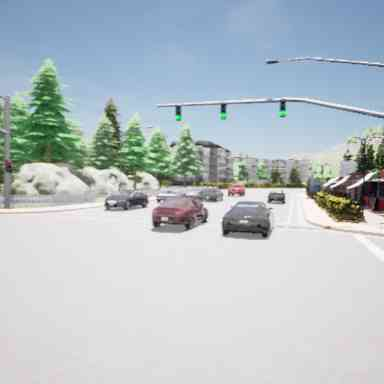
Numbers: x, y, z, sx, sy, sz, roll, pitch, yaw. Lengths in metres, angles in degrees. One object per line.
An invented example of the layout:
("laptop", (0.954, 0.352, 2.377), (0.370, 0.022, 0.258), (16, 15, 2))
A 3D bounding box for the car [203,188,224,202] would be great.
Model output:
("car", (2.409, 0.352, 38.557), (1.837, 1.490, 4.892), (2, 2, 18))

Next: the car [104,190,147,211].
("car", (-5.073, 0.588, 26.387), (2.128, 1.511, 4.902), (2, 2, 18))

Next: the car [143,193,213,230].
("car", (-0.503, 0.983, 16.805), (1.812, 1.442, 4.674), (1, 1, 17))

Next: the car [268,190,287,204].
("car", (9.740, 0.483, 37.951), (2.128, 1.511, 4.902), (2, 2, 17))

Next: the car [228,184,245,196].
("car", (7.343, -0.325, 54.226), (2.150, 2.045, 5.566), (2, 2, 18))

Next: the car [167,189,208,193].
("car", (-0.353, 0.675, 29.711), (1.895, 1.301, 4.718), (2, 2, 17))

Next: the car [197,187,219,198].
("car", (2.462, 0.032, 50.443), (2.033, 1.411, 5.357), (2, 2, 18))

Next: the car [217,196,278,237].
("car", (2.677, 1.113, 15.249), (1.994, 1.385, 4.181), (1, 2, 17))

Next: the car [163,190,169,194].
("car", (-2.205, 0.464, 35.547), (1.895, 1.301, 4.718), (2, 2, 17))
